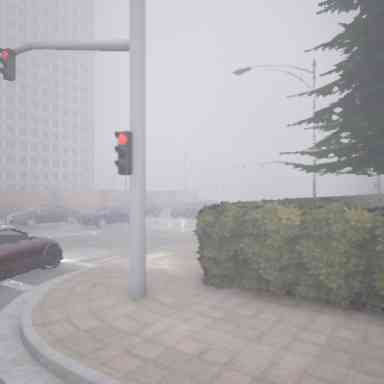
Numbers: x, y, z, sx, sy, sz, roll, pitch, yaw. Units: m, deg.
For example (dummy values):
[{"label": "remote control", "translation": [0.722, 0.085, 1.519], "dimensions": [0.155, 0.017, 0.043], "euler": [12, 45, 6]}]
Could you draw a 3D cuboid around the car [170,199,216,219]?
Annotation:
[{"label": "car", "translation": [-0.072, 1.584, 30.764], "dimensions": [1.837, 1.490, 4.892], "euler": [0, 0, 36]}]

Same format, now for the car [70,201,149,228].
[{"label": "car", "translation": [-5.548, 1.558, 23.077], "dimensions": [1.882, 1.535, 5.008], "euler": [0, 0, 35]}]

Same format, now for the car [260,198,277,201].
[{"label": "car", "translation": [8.769, 1.426, 36.850], "dimensions": [2.097, 1.767, 4.553], "euler": [0, 0, 35]}]

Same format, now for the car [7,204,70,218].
[{"label": "car", "translation": [-10.031, 1.577, 22.811], "dimensions": [2.128, 1.511, 4.902], "euler": [0, 0, 35]}]

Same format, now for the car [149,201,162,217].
[{"label": "car", "translation": [-4.754, 1.576, 30.249], "dimensions": [2.128, 1.511, 4.902], "euler": [0, 0, 34]}]

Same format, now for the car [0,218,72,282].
[{"label": "car", "translation": [-5.340, 1.624, 8.943], "dimensions": [1.994, 1.385, 4.181], "euler": [-1, -1, 11]}]
